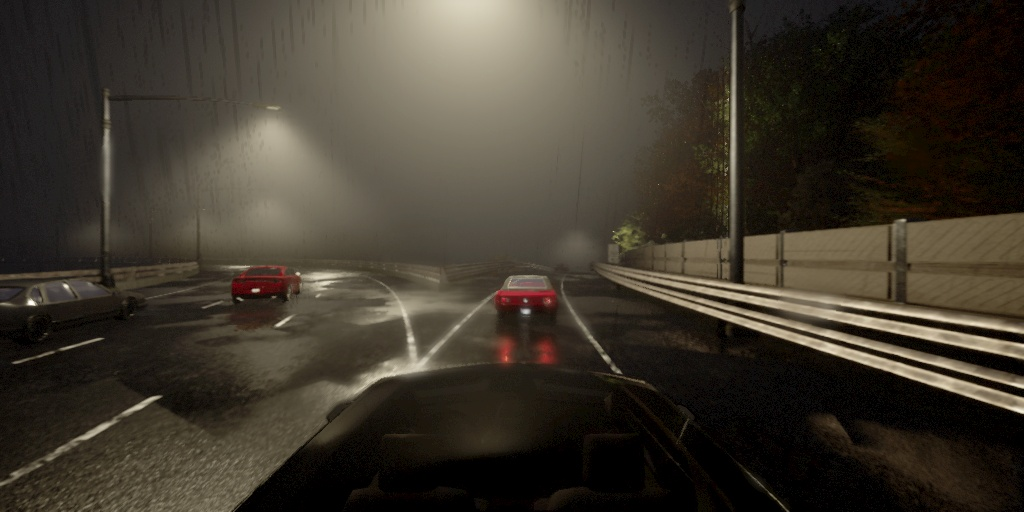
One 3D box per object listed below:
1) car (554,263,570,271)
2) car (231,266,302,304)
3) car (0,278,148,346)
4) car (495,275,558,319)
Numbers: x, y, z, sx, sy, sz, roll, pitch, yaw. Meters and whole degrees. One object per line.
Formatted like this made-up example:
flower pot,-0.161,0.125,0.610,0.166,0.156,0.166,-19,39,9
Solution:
car,8.302,1.927,60.765,1.994,1.385,4.181,0,-3,12
car,-10.855,1.174,16.188,1.882,1.535,5.008,0,0,-22
car,-11.739,1.254,8.893,2.033,1.411,5.357,0,0,-19
car,0.565,1.333,12.684,1.895,1.301,4.718,0,0,4
